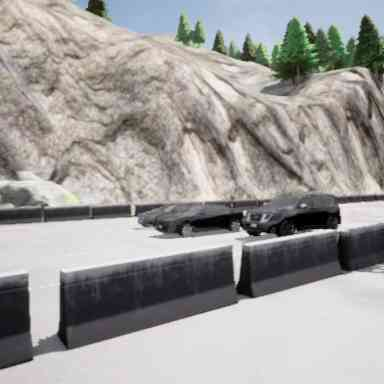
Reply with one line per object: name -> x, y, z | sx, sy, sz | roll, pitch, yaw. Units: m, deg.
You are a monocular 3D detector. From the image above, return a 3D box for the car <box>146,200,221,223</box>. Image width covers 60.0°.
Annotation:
car -> -0.546, 1.398, 25.005 | 5.357, 1.411, 2.033 | -1, 0, -35

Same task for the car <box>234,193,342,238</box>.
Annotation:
car -> 4.952, 1.082, 16.038 | 5.566, 2.045, 2.150 | 0, 0, -35

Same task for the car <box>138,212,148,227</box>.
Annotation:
car -> -1.015, 1.408, 20.407 | 4.674, 1.442, 1.812 | 0, 0, -35

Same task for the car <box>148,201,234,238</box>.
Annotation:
car -> 0.545, 1.367, 17.226 | 5.008, 1.535, 1.882 | 0, 0, -35
